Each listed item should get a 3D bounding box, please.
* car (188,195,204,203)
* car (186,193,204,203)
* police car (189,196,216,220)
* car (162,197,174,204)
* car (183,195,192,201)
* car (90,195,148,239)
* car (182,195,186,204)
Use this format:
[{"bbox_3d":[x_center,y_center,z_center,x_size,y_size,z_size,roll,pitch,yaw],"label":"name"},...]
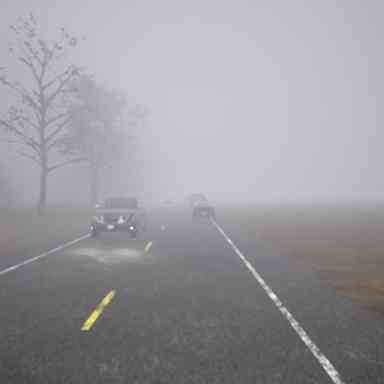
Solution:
[{"bbox_3d":[0.785,1.441,37.546,1.882,1.535,5.008,0,0,-1],"label":"car"},{"bbox_3d":[0.697,1.185,43.582,2.150,2.045,5.566,0,0,-1],"label":"car"},{"bbox_3d":[0.904,1.394,27.647,1.930,1.638,5.238,0,0,-1],"label":"police car"},{"bbox_3d":[-4.210,1.523,59.844,1.994,1.385,4.181,0,0,-1],"label":"car"},{"bbox_3d":[-1.102,1.405,78.092,2.128,1.511,4.902,0,0,-2],"label":"car"},{"bbox_3d":[-3.667,1.200,17.662,2.150,2.045,5.566,0,0,0],"label":"car"},{"bbox_3d":[-0.703,1.312,62.252,2.097,1.767,4.553,0,0,-1],"label":"car"}]
